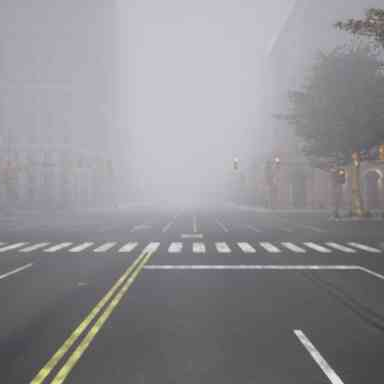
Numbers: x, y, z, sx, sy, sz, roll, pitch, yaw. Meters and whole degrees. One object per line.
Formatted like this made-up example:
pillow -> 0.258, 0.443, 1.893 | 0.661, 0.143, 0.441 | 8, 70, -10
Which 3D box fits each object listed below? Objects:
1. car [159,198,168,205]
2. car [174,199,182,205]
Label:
car -> -6.893, 2.373, 81.830 | 1.837, 1.490, 4.892 | 0, -1, 1
car -> -3.393, 2.351, 81.796 | 1.882, 1.535, 5.008 | 0, -1, 1
